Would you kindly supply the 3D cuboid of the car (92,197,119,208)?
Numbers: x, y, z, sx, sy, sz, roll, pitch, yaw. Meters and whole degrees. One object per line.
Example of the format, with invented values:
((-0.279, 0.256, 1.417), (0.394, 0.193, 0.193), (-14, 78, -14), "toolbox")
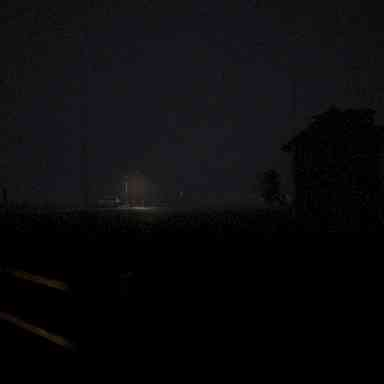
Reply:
((-16.358, 2.048, 63.254), (2.150, 2.045, 5.566), (0, -1, 36), "car")
